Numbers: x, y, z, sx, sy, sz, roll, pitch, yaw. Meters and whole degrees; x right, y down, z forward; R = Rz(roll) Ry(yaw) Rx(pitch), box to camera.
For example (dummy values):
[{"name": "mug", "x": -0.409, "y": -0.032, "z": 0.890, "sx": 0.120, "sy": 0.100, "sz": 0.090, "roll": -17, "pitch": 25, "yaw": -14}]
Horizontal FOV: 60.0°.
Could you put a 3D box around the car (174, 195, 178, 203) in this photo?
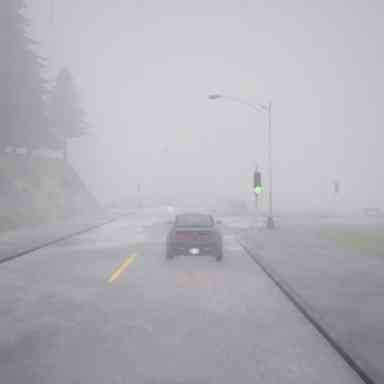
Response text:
[{"name": "car", "x": -4.012, "y": 1.339, "z": 68.576, "sx": 2.097, "sy": 1.767, "sz": 4.553, "roll": 0, "pitch": 0, "yaw": 0}]

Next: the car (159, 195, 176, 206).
[{"name": "car", "x": -4.079, "y": 1.587, "z": 52.927, "sx": 1.895, "sy": 1.301, "sz": 4.718, "roll": 0, "pitch": 0, "yaw": 0}]

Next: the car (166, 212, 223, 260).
[{"name": "car", "x": 0.080, "y": 1.502, "z": 12.335, "sx": 1.837, "sy": 1.490, "sz": 4.892, "roll": 0, "pitch": 0, "yaw": 0}]
